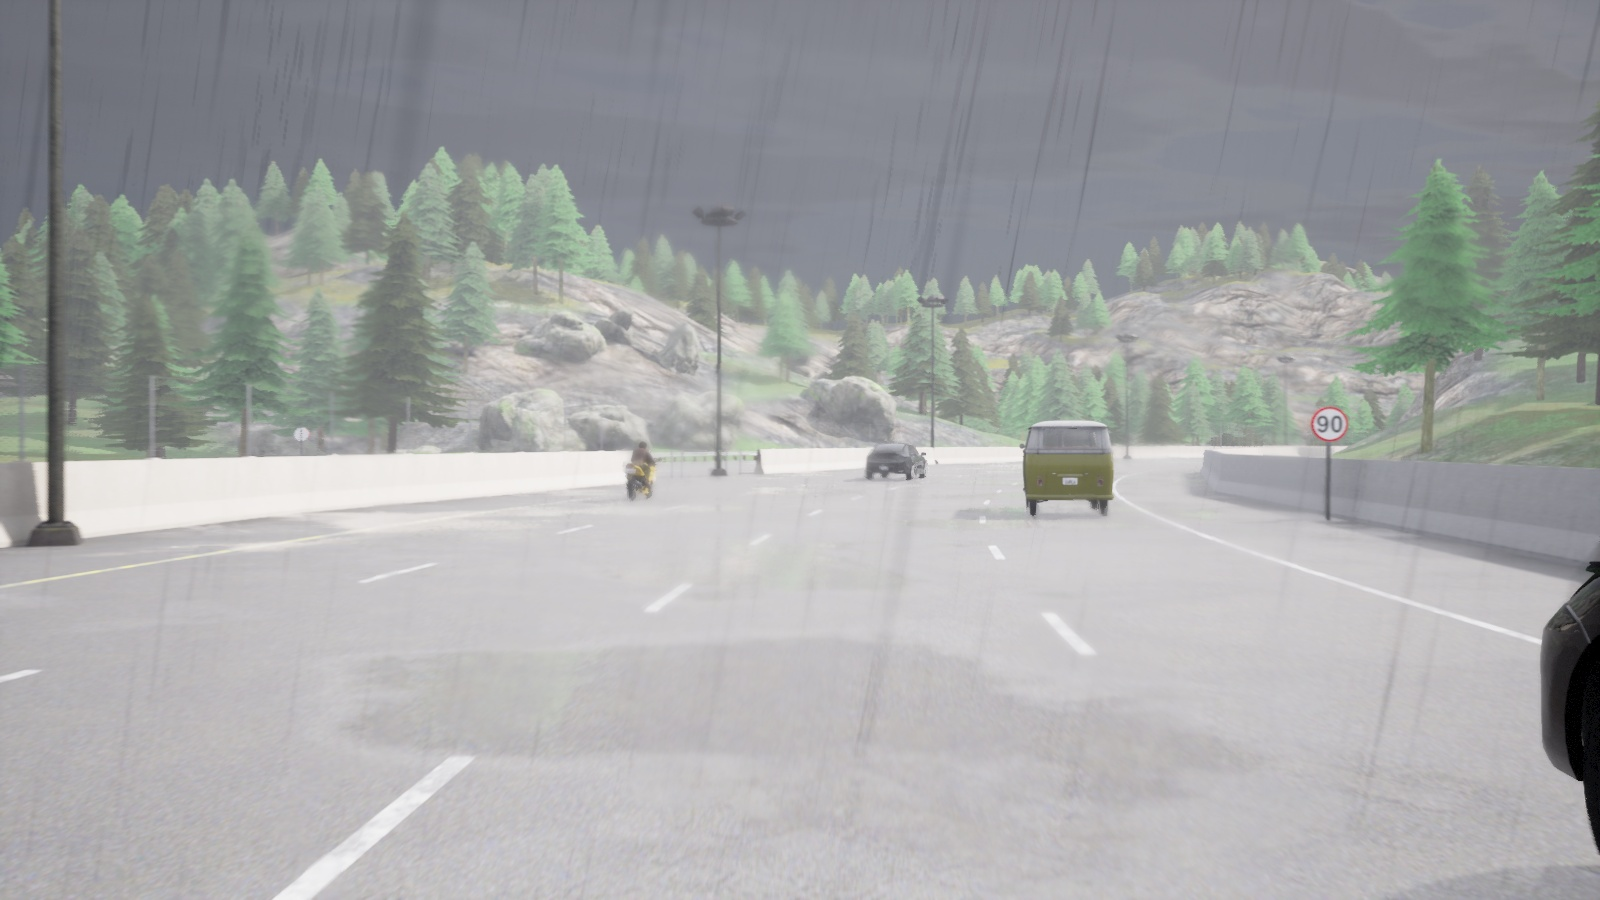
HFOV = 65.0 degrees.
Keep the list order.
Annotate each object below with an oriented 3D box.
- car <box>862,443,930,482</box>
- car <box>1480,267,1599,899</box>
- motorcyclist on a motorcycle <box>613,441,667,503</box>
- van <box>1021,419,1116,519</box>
[{"bbox_3d":[4.006,0.474,51.613,1.837,1.490,4.892,0,0,16],"label":"car"},{"bbox_3d":[3.533,0.465,1.817,2.150,2.045,5.566,0,0,1],"label":"car"},{"bbox_3d":[-4.095,0.537,32.274,0.797,1.523,2.044,1,0,10],"label":"motorcyclist on a motorcycle"},{"bbox_3d":[5.776,0.362,27.394,1.775,1.987,4.442,0,0,9],"label":"van"}]
